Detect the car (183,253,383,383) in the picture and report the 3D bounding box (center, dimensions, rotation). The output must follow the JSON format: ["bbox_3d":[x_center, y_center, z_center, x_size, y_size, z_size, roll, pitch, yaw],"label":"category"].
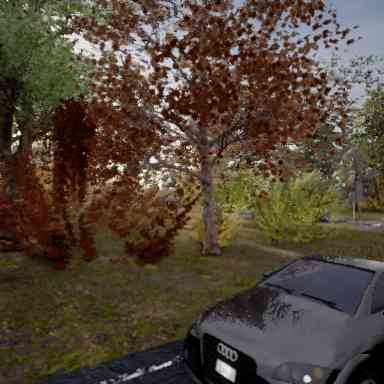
[{"bbox_3d":[1.961,1.593,4.439,4.181,1.385,1.994,1,0,-35],"label":"car"}]

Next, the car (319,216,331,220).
[{"bbox_3d":[8.875,1.321,26.769,2.097,1.767,4.553,-1,1,-35],"label":"car"}]
